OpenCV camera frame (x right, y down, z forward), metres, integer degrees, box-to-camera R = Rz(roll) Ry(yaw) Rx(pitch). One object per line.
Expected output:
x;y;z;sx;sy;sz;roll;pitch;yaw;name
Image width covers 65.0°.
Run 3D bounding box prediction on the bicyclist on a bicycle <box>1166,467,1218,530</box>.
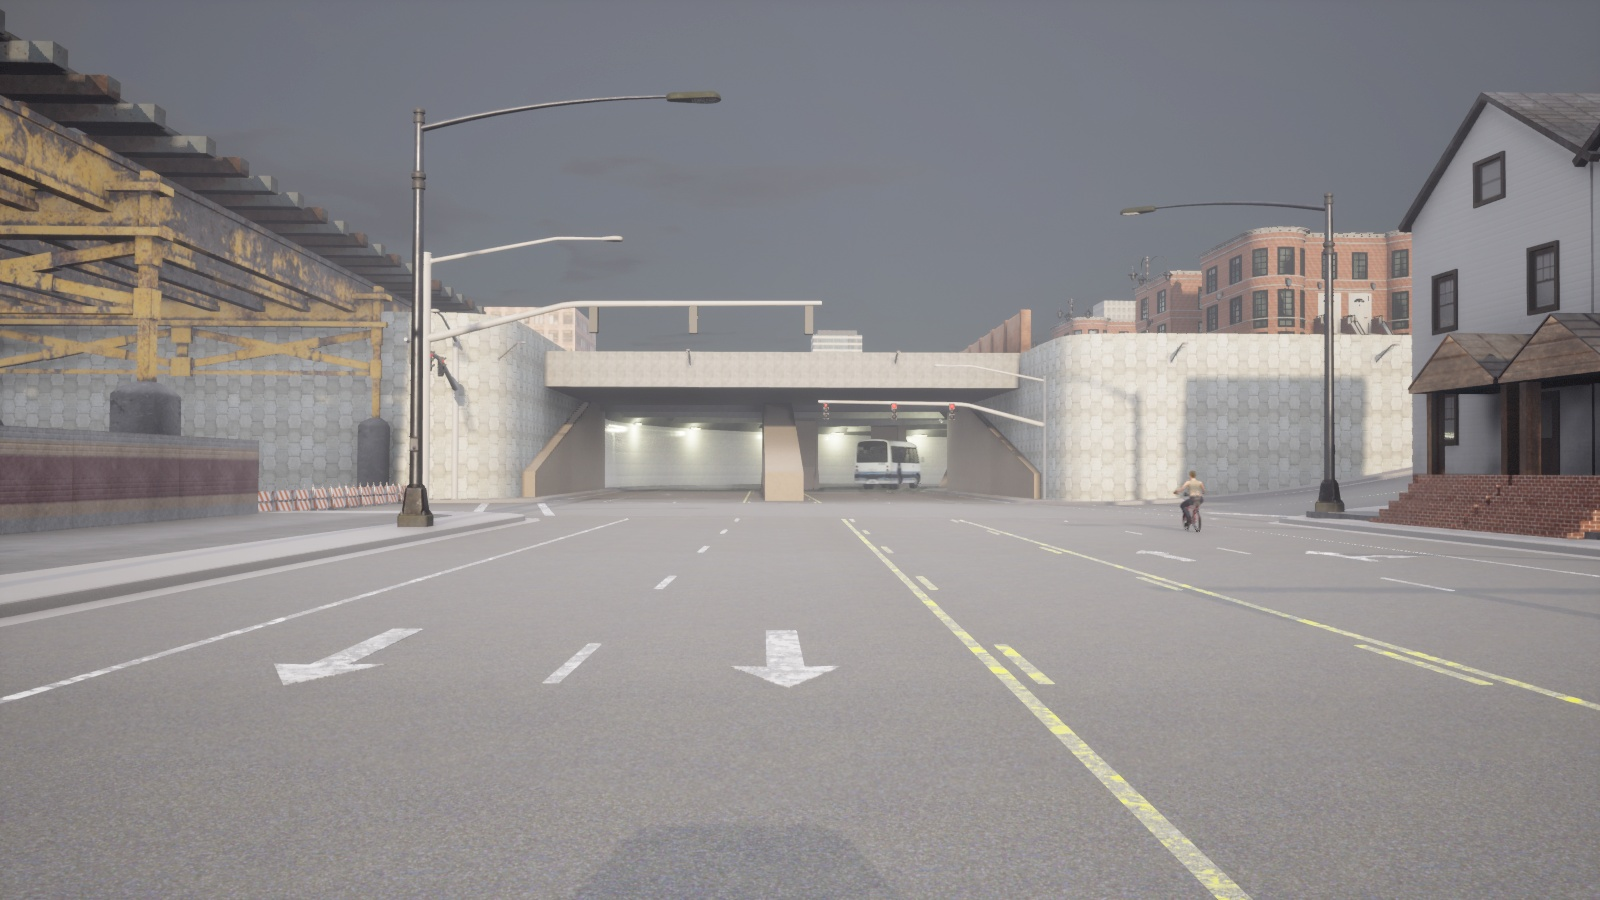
10.312;1.264;33.088;0.866;1.612;1.509;0;-1;0;bicyclist on a bicycle
